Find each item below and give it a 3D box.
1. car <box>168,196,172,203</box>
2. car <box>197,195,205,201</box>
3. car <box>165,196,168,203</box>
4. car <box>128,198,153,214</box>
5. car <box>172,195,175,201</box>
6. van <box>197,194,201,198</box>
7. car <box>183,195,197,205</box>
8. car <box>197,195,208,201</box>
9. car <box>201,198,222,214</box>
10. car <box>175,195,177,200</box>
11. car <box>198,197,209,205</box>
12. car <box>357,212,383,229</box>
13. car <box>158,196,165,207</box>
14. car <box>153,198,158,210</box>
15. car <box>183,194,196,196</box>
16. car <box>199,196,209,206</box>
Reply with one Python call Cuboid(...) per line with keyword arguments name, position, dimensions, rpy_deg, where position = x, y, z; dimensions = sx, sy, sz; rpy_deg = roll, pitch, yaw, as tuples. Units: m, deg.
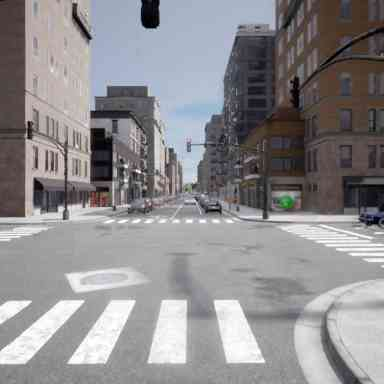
Cuboid(name="car", position=(-5.807, 1.552, 69.240), dimensions=(1.967, 1.590, 4.097), rpy_deg=(0, 0, 0))
Cuboid(name="car", position=(2.200, 1.600, 85.781), dimensions=(1.967, 1.590, 4.097), rpy_deg=(0, 0, 0))
Cuboid(name="car", position=(-5.795, 1.634, 58.218), dimensions=(2.008, 1.369, 4.403), rpy_deg=(0, 0, 0))
Cuboid(name="car", position=(-5.771, 1.480, 36.176), dimensions=(1.967, 1.590, 4.097), rpy_deg=(0, 0, 0))
Cuboid(name="car", position=(-5.819, 1.694, 80.261), dimensions=(2.008, 1.369, 4.403), rpy_deg=(0, 0, 0))
Cuboid(name="van", position=(2.230, 1.424, 58.227), dimensions=(1.690, 1.788, 3.998), rpy_deg=(0, 0, 0))
Cuboid(name="car", position=(-0.311, 1.688, 59.748), dimensions=(1.895, 1.301, 4.718), rpy_deg=(0, 0, 0))
Cuboid(name="car", position=(2.235, 1.637, 52.717), dimensions=(1.947, 1.339, 4.313), rpy_deg=(0, 0, 0))
Cuboid(name="car", position=(2.254, 1.606, 36.183), dimensions=(1.947, 1.339, 4.313), rpy_deg=(0, 0, 0))
Cuboid(name="car", position=(-5.831, 1.721, 91.283), dimensions=(1.887, 1.381, 4.507), rpy_deg=(0, 0, 0))
Cuboid(name="car", position=(2.224, 1.647, 63.738), dimensions=(2.008, 1.369, 4.403), rpy_deg=(0, 0, 0))
Cuboid(name="car", position=(12.991, 1.553, 20.726), dimensions=(4.718, 1.301, 1.895), rpy_deg=(0, 0, 0))
Cuboid(name="car", position=(-5.789, 1.653, 52.707), dimensions=(1.802, 1.307, 4.206), rpy_deg=(0, 0, 0))
Cuboid(name="car", position=(-5.777, 1.490, 41.686), dimensions=(1.967, 1.590, 4.097), rpy_deg=(0, 0, 0))
Cuboid(name="car", position=(-0.422, 1.664, 73.454), dimensions=(2.033, 1.411, 5.357), rpy_deg=(0, 0, 0))
Cuboid(name="car", position=(2.242, 1.641, 47.206), dimensions=(1.802, 1.307, 4.206), rpy_deg=(0, 0, 0))
